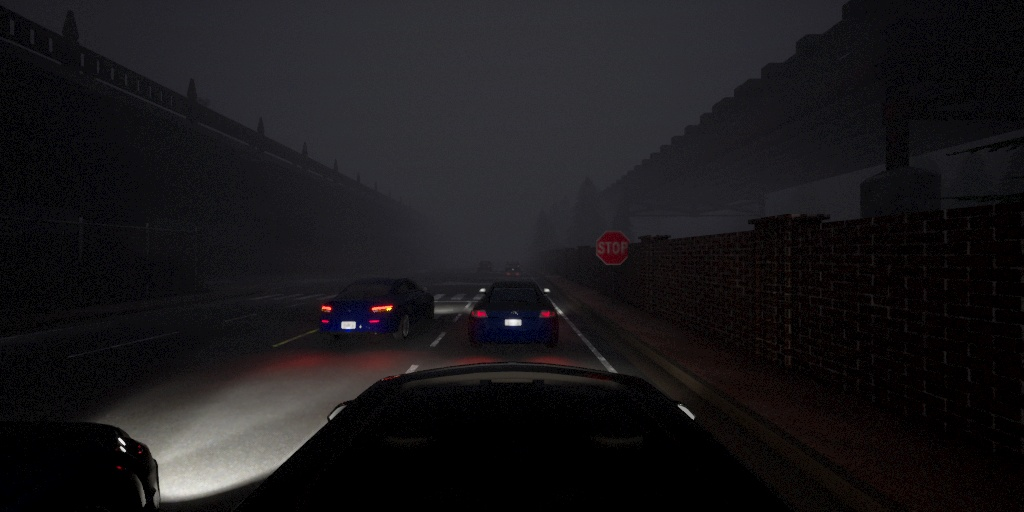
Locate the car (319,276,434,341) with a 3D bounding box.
[{"bbox_3d":[-3.415,1.276,9.779,1.812,1.442,4.674,0,0,0],"label":"car"}]

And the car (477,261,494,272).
[{"bbox_3d":[-3.410,1.297,45.908,2.033,1.411,5.357,0,0,-1],"label":"car"}]

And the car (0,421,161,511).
[{"bbox_3d":[-3.398,1.314,0.683,1.994,1.385,4.181,0,0,0],"label":"car"}]

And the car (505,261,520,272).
[{"bbox_3d":[0.085,1.351,46.076,1.895,1.301,4.718,0,0,-1],"label":"car"}]

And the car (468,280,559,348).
[{"bbox_3d":[0.067,1.314,9.258,1.994,1.385,4.181,0,0,1],"label":"car"}]
